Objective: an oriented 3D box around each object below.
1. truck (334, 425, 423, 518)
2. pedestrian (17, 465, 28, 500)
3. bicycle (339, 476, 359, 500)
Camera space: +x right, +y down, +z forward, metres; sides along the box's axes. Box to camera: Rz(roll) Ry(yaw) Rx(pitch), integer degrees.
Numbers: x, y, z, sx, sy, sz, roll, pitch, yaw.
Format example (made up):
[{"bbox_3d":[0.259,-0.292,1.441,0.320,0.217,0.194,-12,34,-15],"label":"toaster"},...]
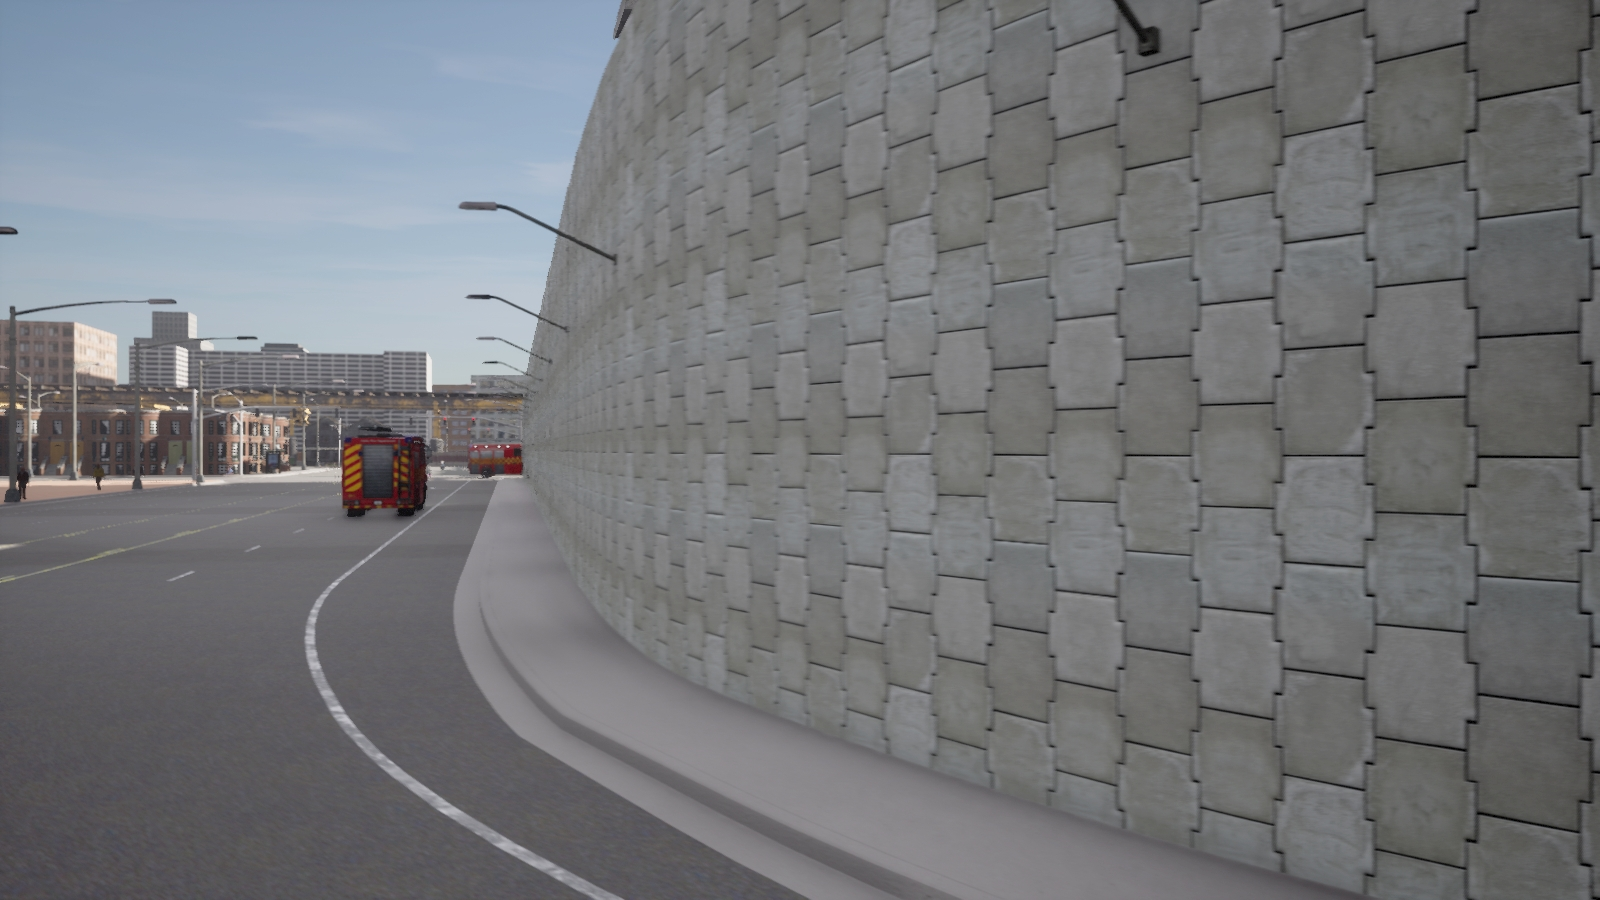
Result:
[{"bbox_3d":[-18.871,0.897,51.641,2.891,3.827,8.468,0,0,-14],"label":"truck"},{"bbox_3d":[-40.898,1.701,60.091,0.375,1.860,0.375,0,0,-18],"label":"pedestrian"},{"bbox_3d":[-25.643,2.153,64.988,0.859,1.301,1.487,0,0,-14],"label":"bicycle"}]
